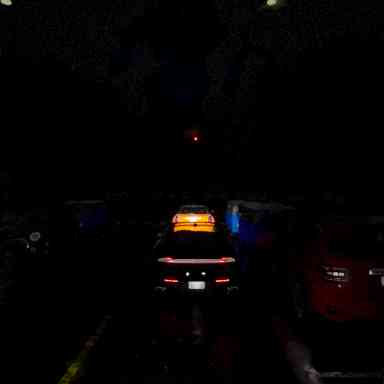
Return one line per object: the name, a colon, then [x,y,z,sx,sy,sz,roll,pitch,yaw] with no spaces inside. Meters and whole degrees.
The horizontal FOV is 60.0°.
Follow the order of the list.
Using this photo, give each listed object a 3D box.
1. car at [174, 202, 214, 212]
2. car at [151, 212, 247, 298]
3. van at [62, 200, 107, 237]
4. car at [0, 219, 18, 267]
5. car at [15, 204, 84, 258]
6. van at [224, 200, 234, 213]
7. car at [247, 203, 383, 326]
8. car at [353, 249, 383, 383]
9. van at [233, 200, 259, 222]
car: [0.104,1.353,17.558,2.097,1.767,4.553,0,0,1]
car: [0.086,1.492,8.508,2.128,1.511,4.902,0,0,0]
van: [-5.798,1.342,17.846,1.690,1.788,3.998,0,0,0]
car: [-5.776,1.525,6.801,1.752,1.417,4.829,0,0,0]
car: [-5.787,1.441,12.408,1.967,1.590,4.097,0,0,0]
van: [2.727,1.342,17.863,1.690,1.788,3.998,0,0,0]
car: [2.749,1.315,6.988,2.192,1.841,5.009,0,0,0]
car: [2.760,1.440,1.550,1.967,1.590,4.097,0,0,0]
van: [2.738,1.342,12.425,1.690,1.788,3.998,0,0,0]
